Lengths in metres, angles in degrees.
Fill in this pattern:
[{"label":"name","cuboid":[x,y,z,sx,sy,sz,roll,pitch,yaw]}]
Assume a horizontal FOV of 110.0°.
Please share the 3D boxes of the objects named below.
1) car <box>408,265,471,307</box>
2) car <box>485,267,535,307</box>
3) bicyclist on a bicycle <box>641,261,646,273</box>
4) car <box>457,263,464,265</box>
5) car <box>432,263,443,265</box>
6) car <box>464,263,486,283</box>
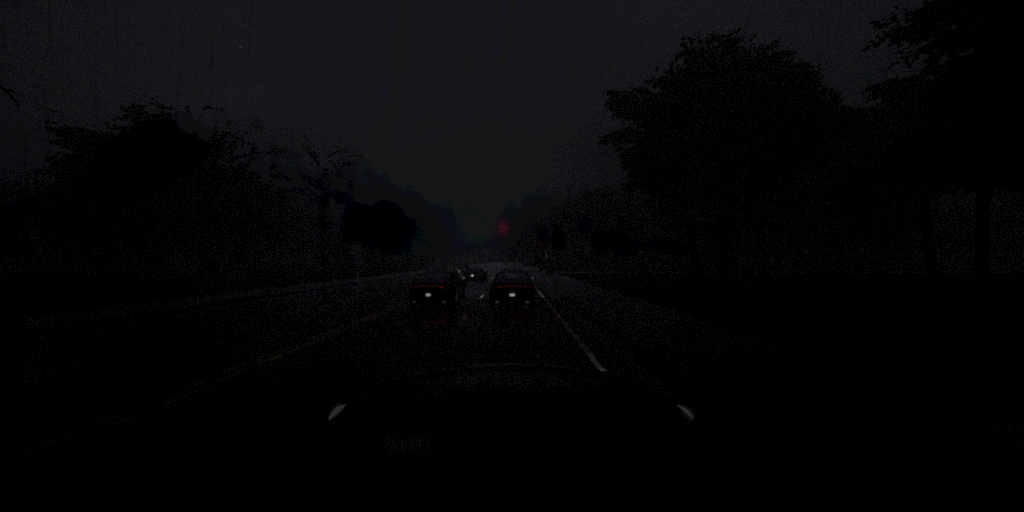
[{"label":"car","cuboid":[-3.230,1.365,16.328,1.882,1.535,5.008,0,0,0]},{"label":"car","cuboid":[0.020,1.365,16.325,1.882,1.535,5.008,0,0,0]},{"label":"bicyclist on a bicycle","cuboid":[18.173,1.497,49.660,0.582,1.620,1.656,0,-1,0]},{"label":"car","cuboid":[-6.462,1.671,45.898,2.128,1.511,4.902,0,-1,0]},{"label":"car","cuboid":[-9.711,1.671,45.902,2.128,1.511,4.902,0,-1,0]},{"label":"car","cuboid":[-3.219,1.593,31.135,1.994,1.385,4.181,0,-1,0]}]
